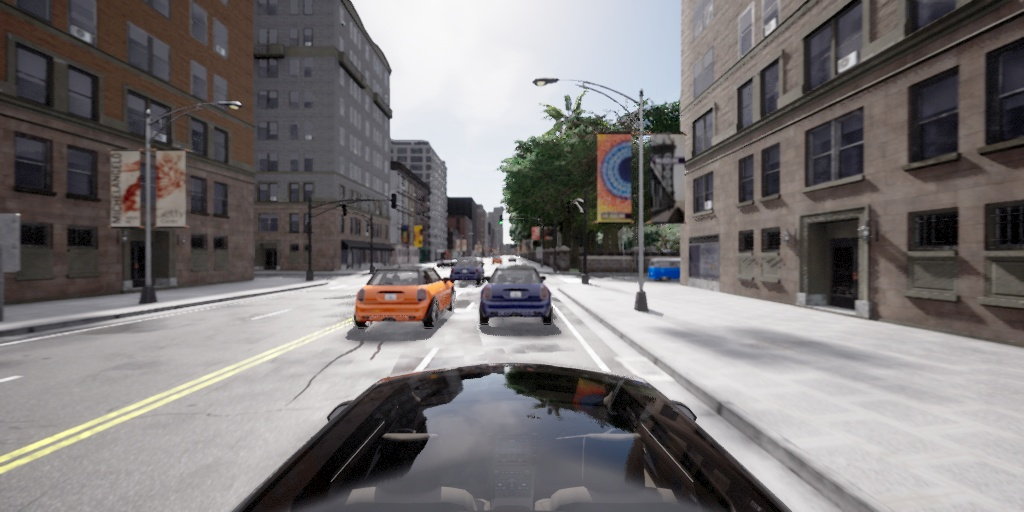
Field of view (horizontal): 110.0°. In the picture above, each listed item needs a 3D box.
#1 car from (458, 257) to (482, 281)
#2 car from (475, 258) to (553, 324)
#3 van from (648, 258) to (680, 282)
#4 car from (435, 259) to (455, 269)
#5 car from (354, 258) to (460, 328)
[{"bbox_3d":[-3.126,1.030,25.834,2.097,1.767,4.553,0,0,0],"label":"car"},{"bbox_3d":[0.109,1.073,12.017,2.097,1.767,4.553,0,0,0],"label":"car"},{"bbox_3d":[12.184,1.085,26.542,3.998,1.789,1.690,0,0,1],"label":"van"},{"bbox_3d":[-9.769,1.188,52.645,1.895,1.301,4.718,0,0,0],"label":"car"},{"bbox_3d":[-3.141,1.075,11.412,2.097,1.767,4.553,0,0,0],"label":"car"}]
